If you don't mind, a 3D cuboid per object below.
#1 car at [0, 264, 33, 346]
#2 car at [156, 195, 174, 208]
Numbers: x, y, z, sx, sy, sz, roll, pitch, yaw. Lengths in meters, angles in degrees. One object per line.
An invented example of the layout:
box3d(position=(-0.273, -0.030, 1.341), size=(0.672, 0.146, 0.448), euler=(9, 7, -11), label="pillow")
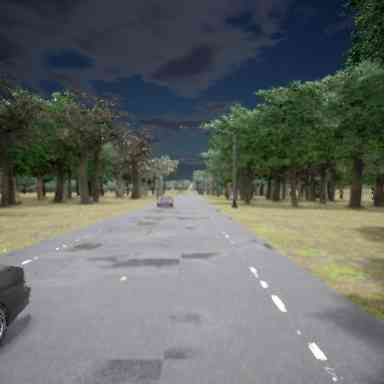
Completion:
box3d(position=(-3.601, 1.540, 3.258), size=(2.033, 1.411, 5.357), euler=(0, 0, 0), label="car")
box3d(position=(-3.594, 1.211, 45.268), size=(2.097, 1.767, 4.553), euler=(0, 0, 0), label="car")
